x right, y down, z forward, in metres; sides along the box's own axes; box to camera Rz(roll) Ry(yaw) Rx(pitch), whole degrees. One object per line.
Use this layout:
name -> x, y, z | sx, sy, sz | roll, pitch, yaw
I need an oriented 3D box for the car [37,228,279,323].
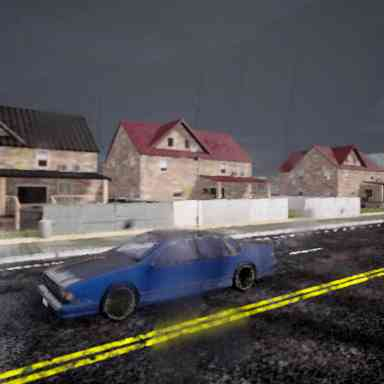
car -> -0.403, 1.549, 7.389 | 5.357, 1.411, 2.033 | 0, 0, -35
